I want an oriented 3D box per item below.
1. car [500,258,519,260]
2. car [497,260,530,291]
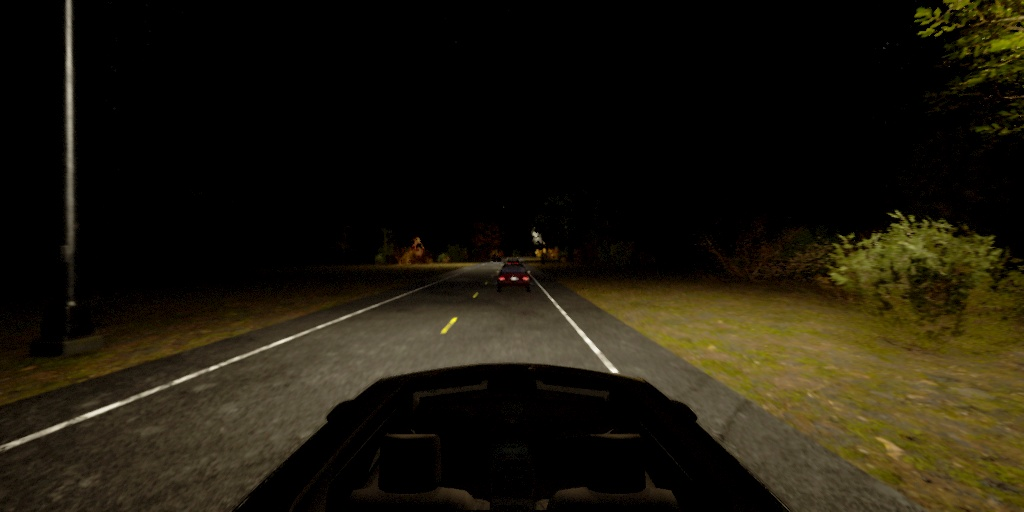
[{"bbox_3d":[0.083,0.974,40.538,2.128,1.511,4.902,0,0,0],"label":"car"},{"bbox_3d":[0.091,1.166,20.668,2.033,1.411,5.357,0,0,0],"label":"car"}]
